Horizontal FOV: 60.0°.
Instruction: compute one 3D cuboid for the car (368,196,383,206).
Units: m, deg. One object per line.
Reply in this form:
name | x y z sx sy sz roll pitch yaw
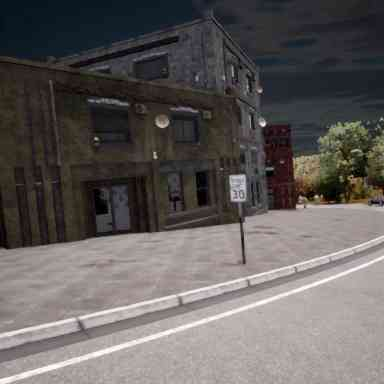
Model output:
car | 28.973 1.395 51.141 2.128 1.511 4.902 -5 -2 -1
